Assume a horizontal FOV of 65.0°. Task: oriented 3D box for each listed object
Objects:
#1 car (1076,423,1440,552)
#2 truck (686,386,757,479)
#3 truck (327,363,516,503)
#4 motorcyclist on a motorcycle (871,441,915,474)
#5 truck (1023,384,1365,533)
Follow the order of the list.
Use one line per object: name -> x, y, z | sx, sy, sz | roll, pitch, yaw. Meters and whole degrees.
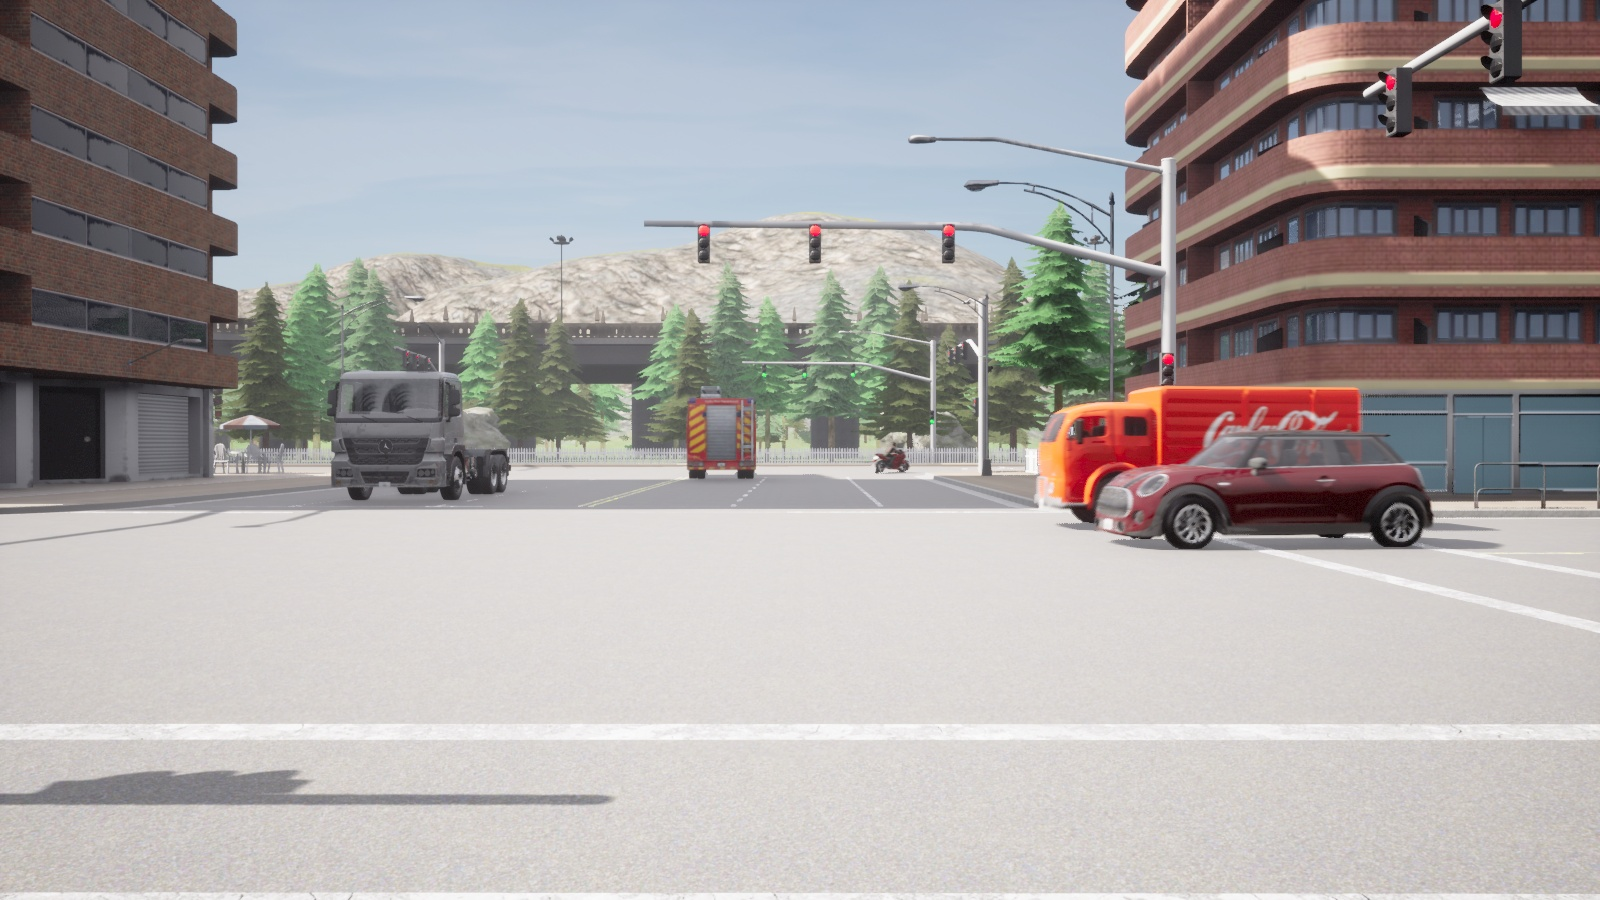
car -> 6.601, 0.506, 18.437 | 4.553, 1.767, 2.097 | 0, 0, -5
truck -> -3.481, -0.739, 55.677 | 2.891, 3.827, 8.468 | 0, 0, -4
truck -> -10.310, -0.442, 35.209 | 2.891, 3.462, 7.936 | 0, 0, 0
motorcyclist on a motorcycle -> 4.494, 0.368, 60.571 | 2.044, 1.523, 0.797 | -1, 3, -32
truck -> 6.791, 0.141, 22.219 | 5.204, 2.467, 2.627 | 0, 0, 0
